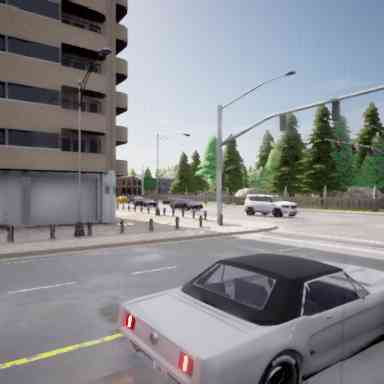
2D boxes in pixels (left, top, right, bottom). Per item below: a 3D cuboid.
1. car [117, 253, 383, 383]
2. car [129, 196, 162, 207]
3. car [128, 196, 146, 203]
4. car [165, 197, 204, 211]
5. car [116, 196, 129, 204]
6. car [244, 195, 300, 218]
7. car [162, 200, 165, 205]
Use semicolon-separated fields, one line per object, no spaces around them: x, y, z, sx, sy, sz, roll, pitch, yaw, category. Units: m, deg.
1.480;1.599;4.833;4.718;1.301;1.895;0;0;-35;car
-7.289;1.591;51.193;2.033;1.411;5.357;0;0;-36;car
-11.624;1.565;69.502;1.812;1.442;4.674;0;0;-36;car
-0.756;1.591;42.077;2.033;1.411;5.357;0;0;-36;car
-14.240;1.519;67.153;1.882;1.535;5.008;0;0;-36;car
7.254;1.265;30.936;2.150;2.045;5.566;0;0;-35;car
-3.368;1.587;58.061;2.033;1.411;5.357;0;0;-36;car
